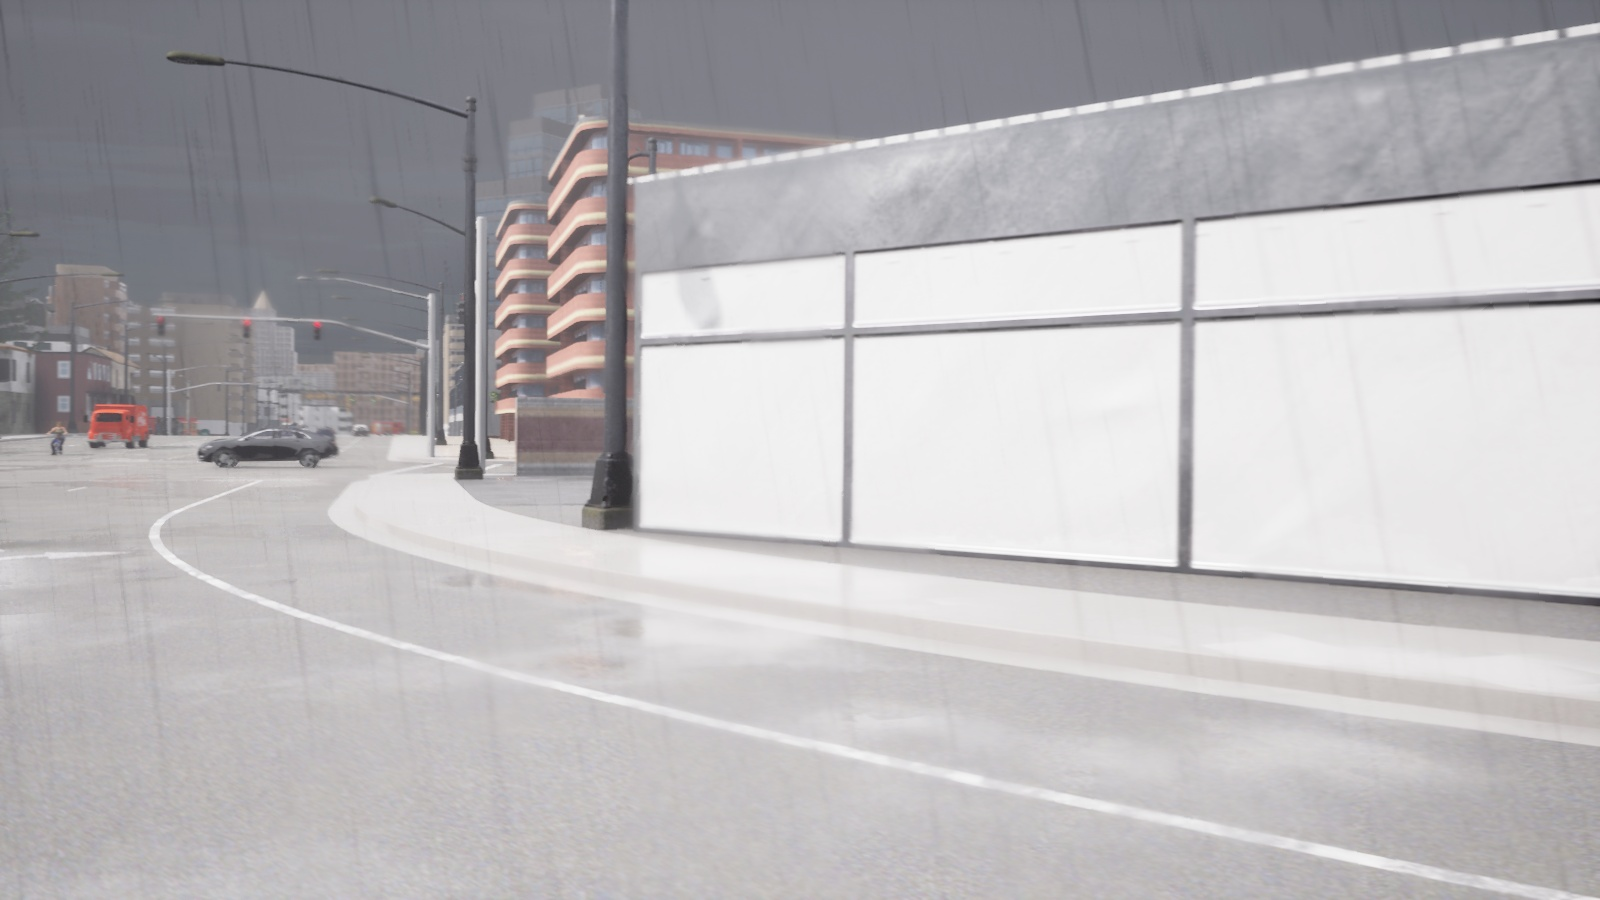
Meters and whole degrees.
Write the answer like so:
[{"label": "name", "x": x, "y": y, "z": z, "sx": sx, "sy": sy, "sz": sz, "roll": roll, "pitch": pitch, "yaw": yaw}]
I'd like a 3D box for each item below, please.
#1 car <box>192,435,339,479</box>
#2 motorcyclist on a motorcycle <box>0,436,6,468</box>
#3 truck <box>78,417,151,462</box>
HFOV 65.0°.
[{"label": "car", "x": -19.799, "y": 0.229, "z": 46.770, "sx": 4.902, "sy": 1.511, "sz": 2.128, "roll": -1, "pitch": 1, "yaw": -19}, {"label": "motorcyclist on a motorcycle", "x": -39.045, "y": 0.120, "z": 60.500, "sx": 0.797, "sy": 1.523, "sz": 2.044, "roll": -1, "pitch": 1, "yaw": -18}, {"label": "truck", "x": -38.803, "y": -0.647, "z": 71.242, "sx": 2.627, "sy": 2.467, "sz": 5.204, "roll": -1, "pitch": 2, "yaw": -18}]
